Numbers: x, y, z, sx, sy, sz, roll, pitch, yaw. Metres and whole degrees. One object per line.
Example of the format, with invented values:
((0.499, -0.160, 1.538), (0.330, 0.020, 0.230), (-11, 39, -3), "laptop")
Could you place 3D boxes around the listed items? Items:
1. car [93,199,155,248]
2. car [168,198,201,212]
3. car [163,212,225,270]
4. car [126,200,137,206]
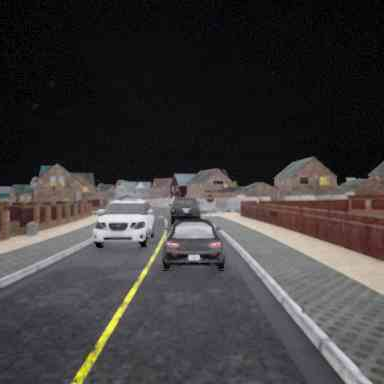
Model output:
((-2.990, 1.359, 15.754), (2.150, 2.045, 5.566), (0, -1, -2), "car")
((-0.582, 1.442, 25.250), (2.150, 2.045, 5.566), (0, -1, -4), "car")
((0.035, 1.621, 11.239), (1.812, 1.442, 4.674), (0, 0, -1), "car")
((-13.851, 2.538, 75.958), (1.895, 1.301, 4.718), (0, -1, -18), "car")
